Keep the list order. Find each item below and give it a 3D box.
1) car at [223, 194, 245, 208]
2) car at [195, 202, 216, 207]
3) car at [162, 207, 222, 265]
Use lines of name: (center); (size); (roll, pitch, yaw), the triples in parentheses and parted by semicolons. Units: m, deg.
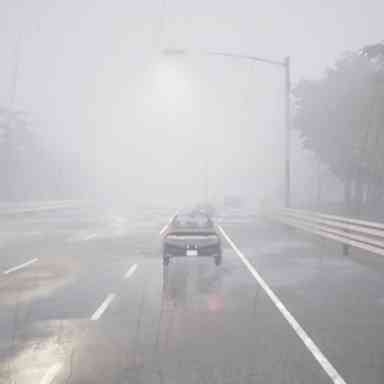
car: (6.353, 1.366, 49.639); (2.150, 2.045, 5.566); (0, 0, 22)
car: (1.249, 1.647, 31.374); (1.994, 1.385, 4.181); (0, 0, 9)
car: (0.005, 1.522, 11.856); (2.128, 1.511, 4.902); (0, 0, 0)
